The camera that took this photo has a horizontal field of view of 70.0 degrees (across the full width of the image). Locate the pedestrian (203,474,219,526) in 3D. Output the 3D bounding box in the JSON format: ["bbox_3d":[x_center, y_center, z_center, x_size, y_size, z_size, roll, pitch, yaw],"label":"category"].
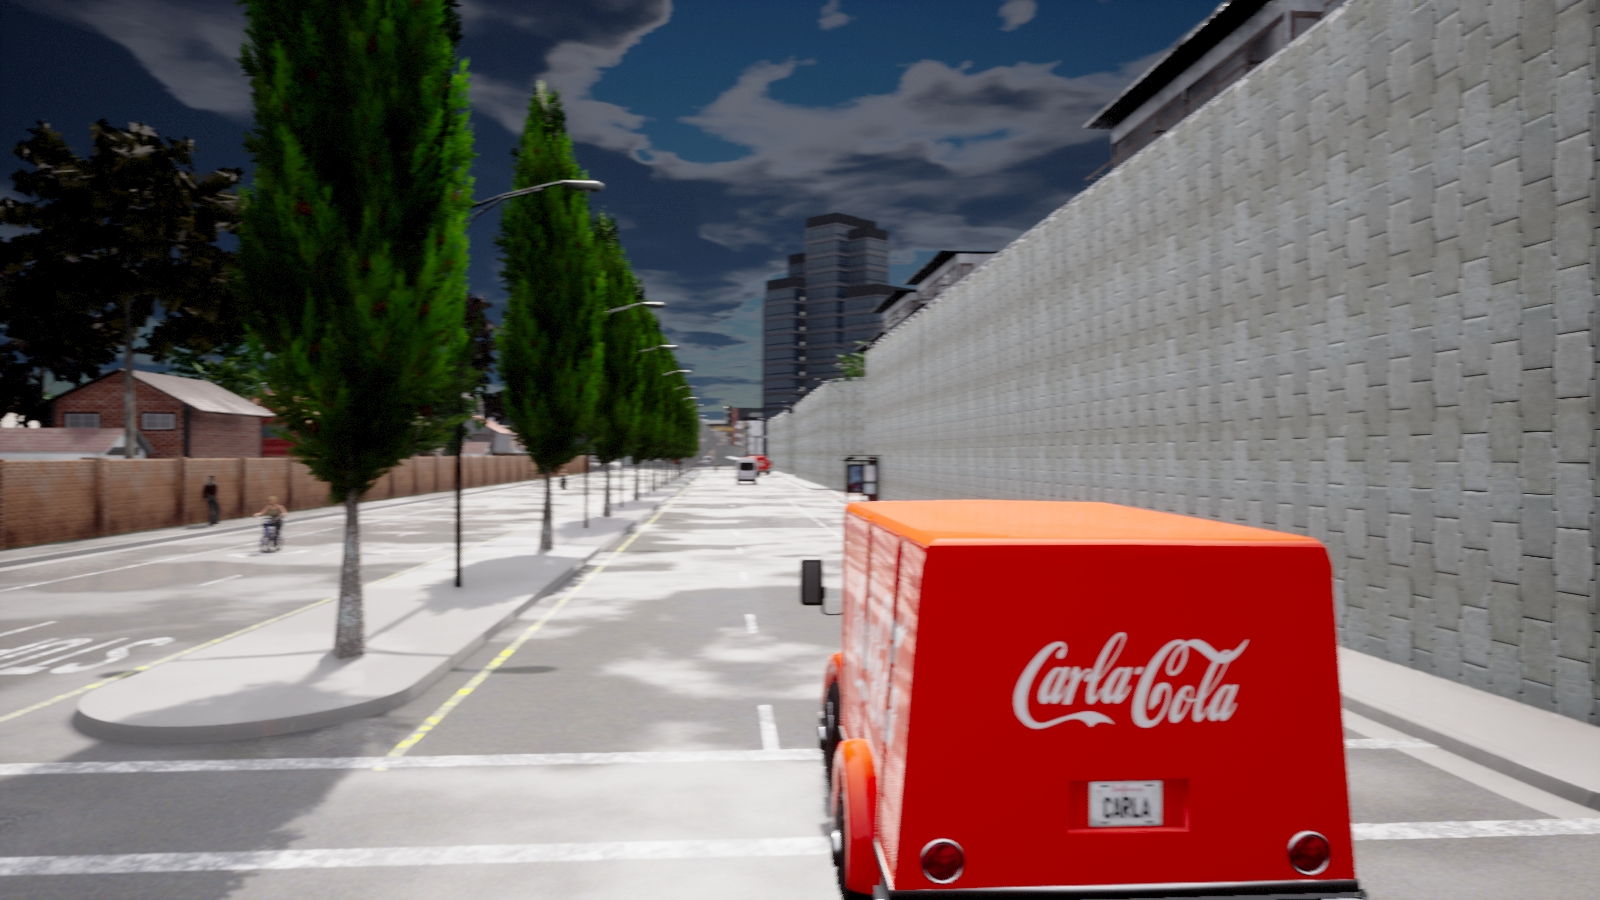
[{"bbox_3d":[-21.363,1.817,41.460,0.375,1.860,0.375,0,0,-4],"label":"pedestrian"}]

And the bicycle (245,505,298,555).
[{"bbox_3d":[-14.963,2.245,32.375,0.859,1.301,1.487,0,0,-3],"label":"bicycle"}]

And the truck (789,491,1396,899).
[{"bbox_3d":[1.408,1.617,8.088,2.627,2.467,5.204,0,0,-4],"label":"truck"}]
